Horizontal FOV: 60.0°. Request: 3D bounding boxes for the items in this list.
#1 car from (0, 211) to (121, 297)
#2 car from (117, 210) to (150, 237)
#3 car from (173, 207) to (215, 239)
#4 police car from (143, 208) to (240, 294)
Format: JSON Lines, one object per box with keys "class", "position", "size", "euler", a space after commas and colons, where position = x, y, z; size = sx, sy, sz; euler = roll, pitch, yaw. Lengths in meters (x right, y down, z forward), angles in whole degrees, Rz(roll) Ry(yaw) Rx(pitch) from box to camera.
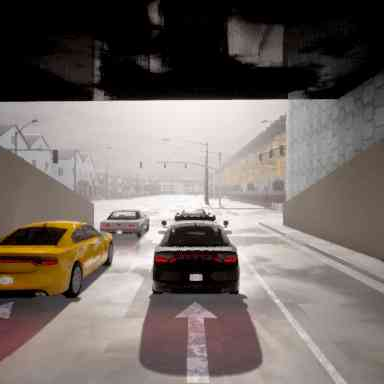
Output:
{"class": "car", "position": [-3.412, 1.478, 8.606], "size": [1.882, 1.535, 5.008], "euler": [0, 0, 0]}
{"class": "car", "position": [-3.410, 1.601, 17.848], "size": [1.895, 1.301, 4.718], "euler": [0, 0, 0]}
{"class": "car", "position": [0.088, 1.564, 17.894], "size": [1.994, 1.385, 4.181], "euler": [0, 0, 0]}
{"class": "police car", "position": [0.084, 1.425, 8.932], "size": [1.930, 1.638, 5.238], "euler": [0, 0, 0]}
